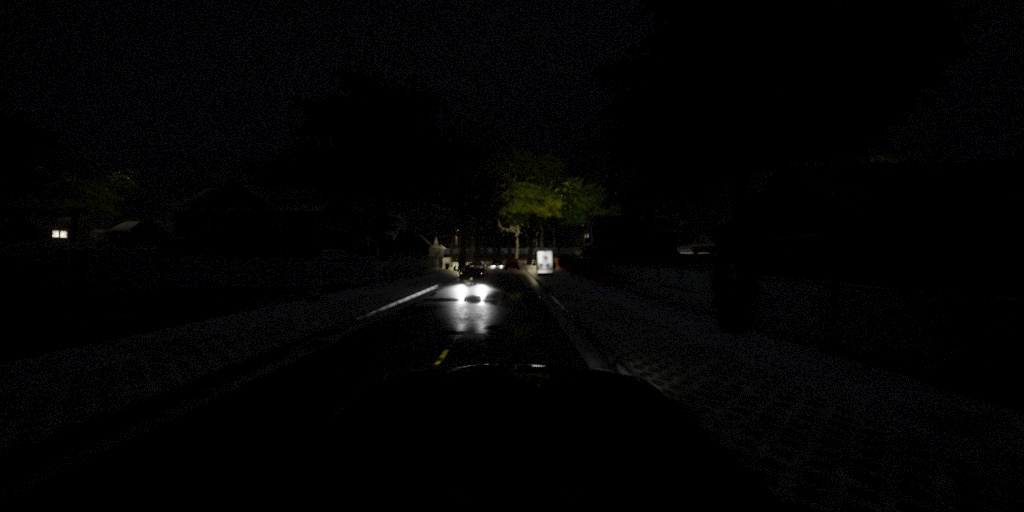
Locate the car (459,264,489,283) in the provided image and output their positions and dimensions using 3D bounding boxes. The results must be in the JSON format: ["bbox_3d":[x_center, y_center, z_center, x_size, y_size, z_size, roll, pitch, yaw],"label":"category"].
[{"bbox_3d":[-2.852,1.279,27.345,1.895,1.301,4.718,0,0,0],"label":"car"}]

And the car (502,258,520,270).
[{"bbox_3d":[0.044,1.051,48.986,1.882,1.535,5.008,0,0,2],"label":"car"}]

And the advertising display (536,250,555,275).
[{"bbox_3d":[3.007,0.683,32.519,1.540,2.440,0.280,0,0,0],"label":"advertising display"}]
